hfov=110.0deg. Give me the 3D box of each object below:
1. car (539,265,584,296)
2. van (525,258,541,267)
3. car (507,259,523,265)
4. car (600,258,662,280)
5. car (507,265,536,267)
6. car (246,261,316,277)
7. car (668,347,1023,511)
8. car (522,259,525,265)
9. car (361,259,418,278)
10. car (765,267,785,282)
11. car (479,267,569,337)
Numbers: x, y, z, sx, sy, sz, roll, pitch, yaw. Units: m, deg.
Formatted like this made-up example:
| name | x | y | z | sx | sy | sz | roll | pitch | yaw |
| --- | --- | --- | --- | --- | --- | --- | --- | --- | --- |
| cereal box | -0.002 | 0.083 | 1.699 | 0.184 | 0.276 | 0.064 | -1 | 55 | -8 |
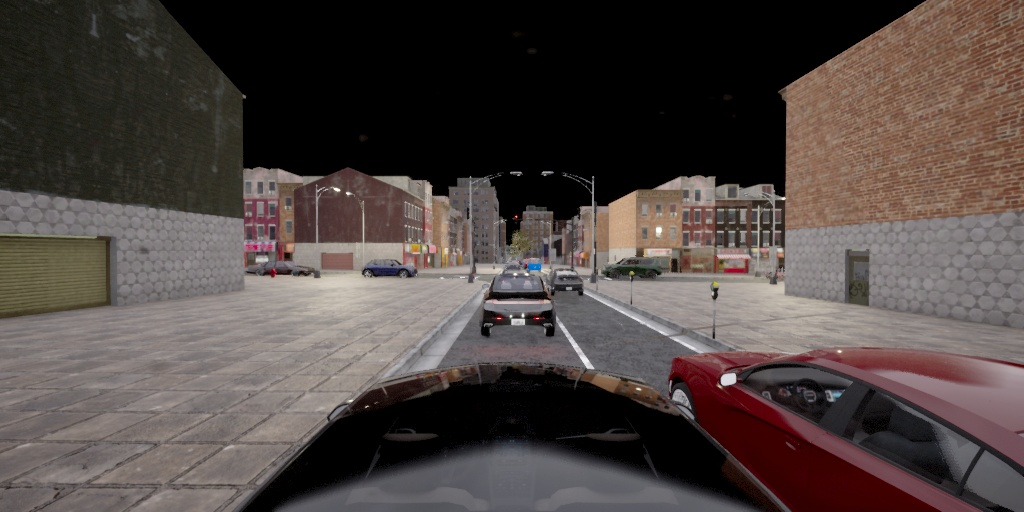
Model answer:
| name | x | y | z | sx | sy | sz | roll | pitch | yaw |
| --- | --- | --- | --- | --- | --- | --- | --- | --- | --- |
| car | 2.734 | 1.318 | 19.239 | 2.007 | 1.370 | 4.403 | 0 | 0 | 0 |
| van | 2.887 | 1.215 | 46.194 | 1.690 | 1.789 | 3.998 | 0 | 0 | 0 |
| car | 0.251 | 1.506 | 51.364 | 1.895 | 1.301 | 4.718 | 0 | 0 | 2 |
| car | 11.331 | 1.162 | 34.144 | 5.566 | 2.045 | 2.150 | 1 | 1 | 0 |
| car | 0.230 | 1.371 | 20.374 | 1.895 | 1.301 | 4.718 | 0 | 0 | 1 |
| car | -20.145 | 1.109 | 31.429 | 5.357 | 1.411 | 2.033 | 1 | 1 | 0 |
| car | 2.637 | 1.294 | 2.364 | 1.888 | 1.381 | 4.507 | 0 | 0 | 0 |
| car | 2.948 | 1.255 | 56.775 | 2.192 | 1.841 | 5.009 | 0 | 0 | 0 |
| car | -10.593 | 1.042 | 31.366 | 4.553 | 1.767 | 2.097 | 1 | 1 | 0 |
| car | 26.507 | 1.704 | 34.035 | 4.181 | 1.385 | 1.994 | 1 | 1 | 0 |
| car | 0.147 | 1.244 | 10.331 | 2.128 | 1.511 | 4.902 | 0 | 0 | 0 |
